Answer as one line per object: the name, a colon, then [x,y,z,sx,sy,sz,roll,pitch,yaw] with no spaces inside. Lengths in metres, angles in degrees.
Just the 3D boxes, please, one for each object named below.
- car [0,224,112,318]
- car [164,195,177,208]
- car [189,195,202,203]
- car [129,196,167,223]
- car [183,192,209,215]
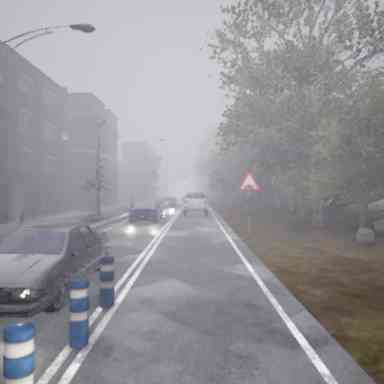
car: [-3.318,1.490,7.780,2.033,1.411,5.357,0,0,0]
car: [-2.882,1.137,40.834,2.128,1.511,4.902,0,0,1]
car: [0.594,1.081,51.801,1.895,1.301,4.718,0,-1,1]
car: [-3.170,1.284,23.582,1.882,1.535,5.008,0,0,1]
car: [0.368,0.965,30.570,2.150,2.045,5.566,0,1,1]
